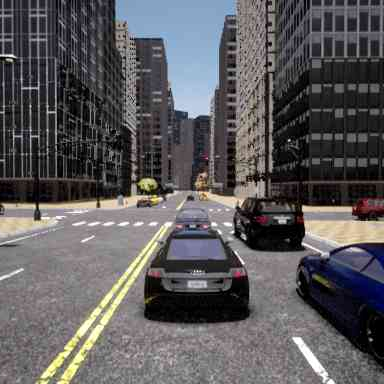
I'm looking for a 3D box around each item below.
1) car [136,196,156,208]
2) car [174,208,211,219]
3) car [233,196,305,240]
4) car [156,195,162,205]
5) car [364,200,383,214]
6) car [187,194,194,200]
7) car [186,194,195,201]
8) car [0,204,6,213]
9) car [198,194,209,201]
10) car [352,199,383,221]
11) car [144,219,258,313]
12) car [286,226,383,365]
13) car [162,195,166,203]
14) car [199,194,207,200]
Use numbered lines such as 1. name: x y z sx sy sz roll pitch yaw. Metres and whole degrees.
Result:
1. car: -6.803 1.520 48.153 1.994 1.385 4.181 0 0 0
2. car: 0.025 1.535 16.977 2.033 1.411 5.357 0 0 0
3. car: 3.308 1.210 15.206 2.150 2.045 5.566 0 0 -2
4. car: -6.835 1.422 57.082 1.882 1.535 5.008 0 0 0
5. car: 21.650 1.636 36.204 4.829 1.417 1.752 1 0 1
6. car: -0.395 1.370 89.445 1.882 1.535 5.008 0 0 0
7. car: -0.351 1.410 79.386 1.837 1.490 4.892 0 0 0
8. car: -19.940 1.339 30.916 4.892 1.490 1.837 1 1 1
9. car: 2.903 1.381 78.624 1.882 1.535 5.008 0 0 0
10. car: 16.078 1.514 27.892 5.009 1.841 2.192 1 0 1
11. car: 0.068 1.559 7.756 1.994 1.385 4.181 0 0 -1
12. car: 3.334 1.560 5.786 1.994 1.385 4.181 0 0 -1
13. car: -6.824 1.456 66.530 1.812 1.442 4.674 0 0 0
14. car: 2.856 1.225 89.041 1.837 1.490 4.892 0 0 0
